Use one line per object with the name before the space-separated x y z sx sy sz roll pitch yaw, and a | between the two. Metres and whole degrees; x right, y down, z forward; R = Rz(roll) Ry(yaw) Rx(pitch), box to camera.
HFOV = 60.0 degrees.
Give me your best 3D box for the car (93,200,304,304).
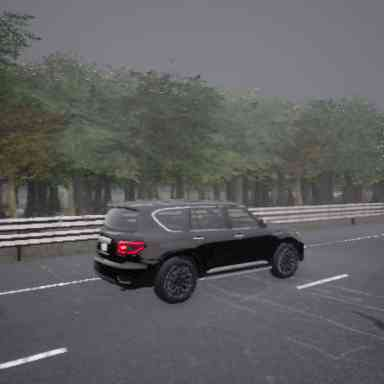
car | 0.387 1.210 8.345 5.566 2.045 2.150 0 0 -35
